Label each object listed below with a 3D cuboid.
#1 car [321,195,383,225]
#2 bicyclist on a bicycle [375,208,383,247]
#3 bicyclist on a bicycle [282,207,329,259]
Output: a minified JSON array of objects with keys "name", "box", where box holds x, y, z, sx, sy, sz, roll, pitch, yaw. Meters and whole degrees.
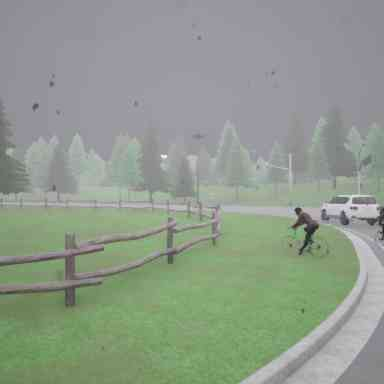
[{"name":"car","box":[11.236,1.221,23.940,2.150,2.045,5.566,0,0,0]},{"name":"bicyclist on a bicycle","box":[7.729,1.455,13.152,0.582,1.620,1.656,0,-2,-2]},{"name":"bicyclist on a bicycle","box":[3.645,1.321,10.871,0.582,1.620,1.656,0,-2,-44]}]
